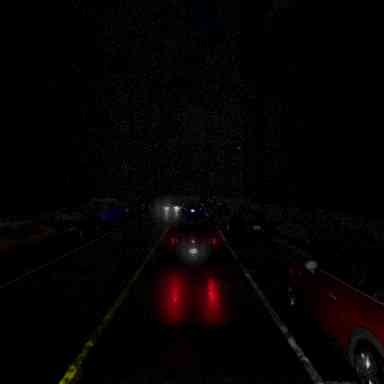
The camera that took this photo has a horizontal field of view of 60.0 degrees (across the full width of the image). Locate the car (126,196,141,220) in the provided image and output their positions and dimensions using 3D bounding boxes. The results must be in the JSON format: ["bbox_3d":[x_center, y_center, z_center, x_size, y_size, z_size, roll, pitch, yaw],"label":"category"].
[{"bbox_3d":[-5.764,1.421,27.480,1.967,1.590,4.097,0,0,0],"label":"car"}]

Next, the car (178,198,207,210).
[{"bbox_3d":[0.075,1.544,29.780,1.994,1.385,4.181,0,0,0],"label":"car"}]

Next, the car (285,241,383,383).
[{"bbox_3d":[2.760,1.436,4.941,1.967,1.590,4.097,0,0,0],"label":"car"}]

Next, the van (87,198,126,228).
[{"bbox_3d":[-5.764,1.325,21.844,1.690,1.788,3.998,0,0,0],"label":"van"}]

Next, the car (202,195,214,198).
[{"bbox_3d":[2.764,1.553,50.032,1.802,1.307,4.206,0,0,0],"label":"car"}]

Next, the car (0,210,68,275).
[{"bbox_3d":[-5.765,1.516,10.401,1.752,1.417,4.829,0,0,0],"label":"car"}]

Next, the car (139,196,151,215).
[{"bbox_3d":[-5.764,1.293,33.117,2.192,1.841,5.009,0,0,0],"label":"car"}]

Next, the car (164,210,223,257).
[{"bbox_3d":[0.063,1.590,12.826,1.895,1.301,4.718,0,0,0],"label":"car"}]

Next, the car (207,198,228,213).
[{"bbox_3d":[2.762,1.560,33.123,1.802,1.307,4.206,0,0,0],"label":"car"}]

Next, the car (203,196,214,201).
[{"bbox_3d":[2.763,1.555,44.396,1.802,1.307,4.206,0,0,0],"label":"car"}]

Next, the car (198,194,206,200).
[{"bbox_3d":[2.766,1.420,89.485,1.967,1.590,4.097,0,0,0],"label":"car"}]

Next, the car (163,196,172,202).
[{"bbox_3d":[-5.759,1.540,78.210,1.947,1.339,4.313,0,0,0],"label":"car"}]

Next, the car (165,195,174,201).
[{"bbox_3d":[-5.759,1.543,83.847,1.947,1.339,4.313,0,0,0],"label":"car"}]

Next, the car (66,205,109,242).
[{"bbox_3d":[-5.764,1.538,16.207,2.008,1.369,4.403,0,0,0],"label":"car"}]

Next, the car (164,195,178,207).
[{"bbox_3d":[-3.076,1.496,51.191,1.812,1.442,4.674,0,0,0],"label":"car"}]

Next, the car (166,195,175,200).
[{"bbox_3d":[-5.759,1.531,89.484,2.008,1.369,4.403,0,0,0],"label":"car"}]

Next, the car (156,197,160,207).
[{"bbox_3d":[-5.762,1.539,44.391,1.947,1.339,4.313,0,0,0],"label":"car"}]

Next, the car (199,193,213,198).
[{"bbox_3d":[3.005,1.195,61.552,2.150,2.045,5.566,0,0,0],"label":"car"}]

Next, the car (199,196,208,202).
[{"bbox_3d":[2.766,1.540,78.212,1.947,1.339,4.313,0,0,0],"label":"car"}]

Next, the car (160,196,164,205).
[{"bbox_3d":[-5.761,1.522,50.027,2.008,1.369,4.403,0,0,0],"label":"car"}]

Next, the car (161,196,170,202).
[{"bbox_3d":[-5.760,1.554,72.574,1.802,1.307,4.206,0,0,0],"label":"car"}]

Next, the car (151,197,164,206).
[{"bbox_3d":[-5.761,1.552,55.664,1.802,1.307,4.206,0,0,0],"label":"car"}]

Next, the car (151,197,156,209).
[{"bbox_3d":[-5.762,1.541,38.754,1.947,1.339,4.313,0,0,0],"label":"car"}]

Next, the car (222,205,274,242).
[{"bbox_3d":[2.761,1.553,16.213,1.947,1.339,4.313,0,0,0],"label":"car"}]
